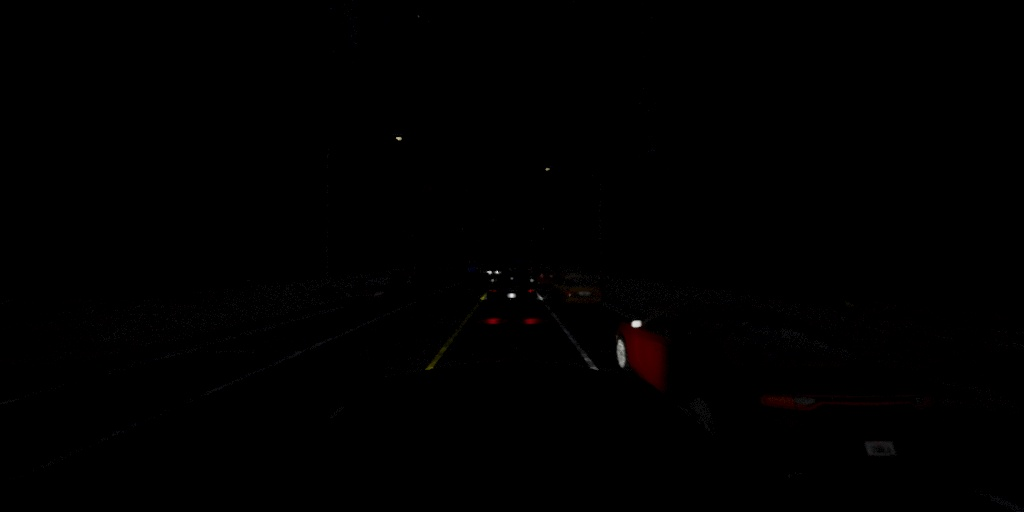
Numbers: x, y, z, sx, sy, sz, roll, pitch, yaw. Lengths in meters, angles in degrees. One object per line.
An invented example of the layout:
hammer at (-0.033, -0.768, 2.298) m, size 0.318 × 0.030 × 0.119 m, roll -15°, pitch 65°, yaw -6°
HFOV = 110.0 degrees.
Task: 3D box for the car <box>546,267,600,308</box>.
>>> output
car at (2.753, 1.417, 15.928) m, size 1.751 × 1.417 × 4.829 m, roll 0°, pitch 0°, yaw 0°

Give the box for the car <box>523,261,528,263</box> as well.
car at (2.734, 1.760, 48.476) m, size 1.751 × 1.417 × 4.829 m, roll 0°, pitch 0°, yaw 0°

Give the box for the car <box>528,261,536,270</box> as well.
car at (2.743, 1.501, 32.032) m, size 1.967 × 1.591 × 4.097 m, roll 0°, pitch 0°, yaw 0°

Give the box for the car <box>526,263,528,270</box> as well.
car at (2.739, 1.664, 37.457) m, size 1.888 × 1.381 × 4.507 m, roll 0°, pitch 0°, yaw 0°

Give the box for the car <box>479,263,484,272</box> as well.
car at (-5.795, 1.732, 53.742) m, size 1.967 × 1.591 × 4.097 m, roll 0°, pitch 0°, yaw 0°

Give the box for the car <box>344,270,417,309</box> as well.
car at (-5.772, 1.474, 15.762) m, size 1.802 × 1.307 × 4.207 m, roll 0°, pitch 0°, yaw 0°

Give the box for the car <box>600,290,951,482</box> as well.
car at (2.760, 1.327, 4.909) m, size 1.888 × 1.381 × 4.507 m, roll 0°, pitch 0°, yaw 0°

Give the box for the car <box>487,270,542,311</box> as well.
car at (0.012, 1.451, 15.233) m, size 1.994 × 1.385 × 4.181 m, roll 0°, pitch 0°, yaw 1°

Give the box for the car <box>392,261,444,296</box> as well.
car at (-5.775, 1.262, 21.187) m, size 2.192 × 1.841 × 5.009 m, roll 0°, pitch 0°, yaw 0°

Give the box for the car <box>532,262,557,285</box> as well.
car at (2.747, 1.444, 26.607) m, size 1.967 × 1.591 × 4.097 m, roll 0°, pitch 0°, yaw 0°

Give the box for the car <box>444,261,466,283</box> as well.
car at (-5.782, 1.376, 32.039) m, size 2.192 × 1.841 × 5.009 m, roll 0°, pitch 0°, yaw 0°

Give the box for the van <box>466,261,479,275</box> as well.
van at (-5.791, 1.576, 48.316) m, size 1.690 × 1.789 × 3.998 m, roll 0°, pitch 0°, yaw 0°

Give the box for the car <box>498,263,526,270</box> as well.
car at (0.009, 1.573, 30.758) m, size 1.812 × 1.442 × 4.674 m, roll 0°, pitch 0°, yaw 0°

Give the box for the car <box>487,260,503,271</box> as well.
car at (-3.080, 1.924, 61.833) m, size 2.033 × 1.411 × 5.357 m, roll 0°, pitch -1°, yaw 0°

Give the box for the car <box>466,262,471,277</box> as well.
car at (-5.785, 1.664, 37.464) m, size 1.888 × 1.381 × 4.507 m, roll 0°, pitch 0°, yaw 0°

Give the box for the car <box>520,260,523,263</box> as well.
car at (2.730, 1.607, 53.731) m, size 2.192 × 1.841 × 5.009 m, roll 0°, pitch 0°, yaw 0°

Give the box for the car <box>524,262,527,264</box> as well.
car at (2.737, 1.728, 42.881) m, size 2.007 × 1.370 × 4.403 m, roll 0°, pitch 0°, yaw 0°
